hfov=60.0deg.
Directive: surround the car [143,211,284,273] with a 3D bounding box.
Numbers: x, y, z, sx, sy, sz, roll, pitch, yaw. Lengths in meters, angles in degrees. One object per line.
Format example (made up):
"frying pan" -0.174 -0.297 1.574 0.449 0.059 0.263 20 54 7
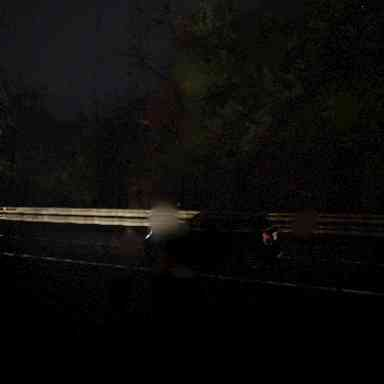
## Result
"car" 0.627 1.418 11.050 4.553 1.767 2.097 0 0 25
